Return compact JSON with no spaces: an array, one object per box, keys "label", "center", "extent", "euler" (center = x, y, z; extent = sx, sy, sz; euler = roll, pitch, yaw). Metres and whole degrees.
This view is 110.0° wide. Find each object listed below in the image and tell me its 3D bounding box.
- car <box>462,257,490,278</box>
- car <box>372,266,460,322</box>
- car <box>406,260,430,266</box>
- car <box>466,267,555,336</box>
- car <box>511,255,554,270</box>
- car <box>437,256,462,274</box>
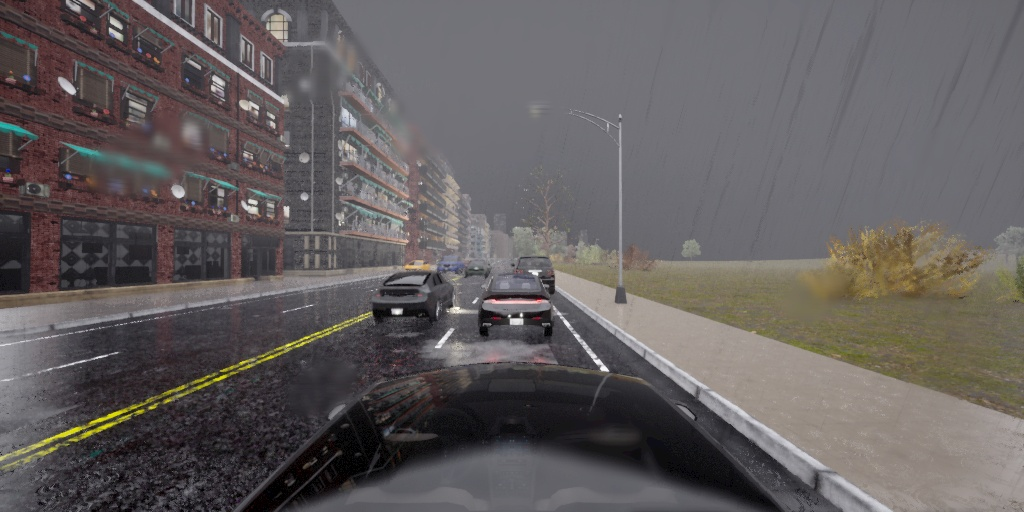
[{"label":"car","center":[-3.155,1.103,33.958],"extent":[2.097,1.767,4.553],"euler":[0,0,0]},{"label":"car","center":[-3.154,1.258,12.253],"extent":[1.837,1.490,4.892],"euler":[0,0,0]},{"label":"car","center":[-9.863,1.229,37.421],"extent":[1.882,1.535,5.008],"euler":[0,0,0]},{"label":"car","center":[0.098,1.243,10.366],"extent":[2.128,1.511,4.902],"euler":[0,0,0]},{"label":"car","center":[1.132,0.977,20.236],"extent":[2.150,2.045,5.566],"euler":[0,0,0]},{"label":"car","center":[-6.613,0.973,38.950],"extent":[2.150,2.045,5.566],"euler":[0,0,0]}]
